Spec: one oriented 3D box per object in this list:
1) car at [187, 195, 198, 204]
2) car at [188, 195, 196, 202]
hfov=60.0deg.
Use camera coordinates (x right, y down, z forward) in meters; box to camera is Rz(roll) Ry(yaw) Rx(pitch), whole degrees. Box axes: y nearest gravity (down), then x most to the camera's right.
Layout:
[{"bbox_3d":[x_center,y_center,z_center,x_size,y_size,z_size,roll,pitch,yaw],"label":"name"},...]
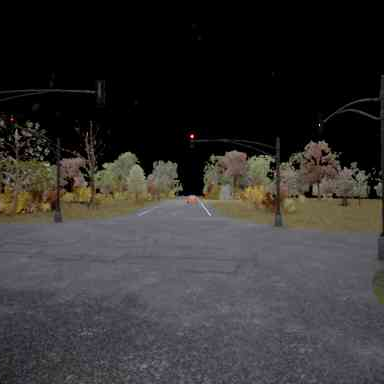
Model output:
[{"bbox_3d":[0.094,1.424,67.921,2.097,1.767,4.553,0,0,0],"label":"car"},{"bbox_3d":[0.107,1.450,77.956,1.812,1.442,4.674,0,0,0],"label":"car"}]
